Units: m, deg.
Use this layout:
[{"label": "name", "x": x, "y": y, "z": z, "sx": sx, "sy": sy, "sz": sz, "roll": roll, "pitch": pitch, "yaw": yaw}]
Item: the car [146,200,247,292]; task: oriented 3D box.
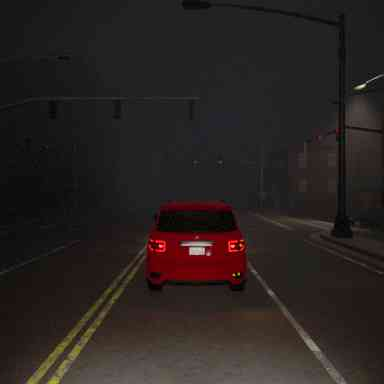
[{"label": "car", "x": 0.093, "y": 1.222, "z": 9.077, "sx": 2.150, "sy": 2.045, "sz": 5.566, "roll": 0, "pitch": 0, "yaw": 0}]

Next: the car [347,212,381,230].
[{"label": "car", "x": 15.832, "y": 2.564, "z": 29.615, "sx": 4.892, "sy": 1.490, "sz": 1.837, "roll": 9, "pitch": 0, "yaw": 0}]
